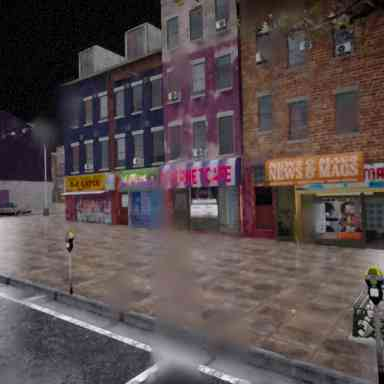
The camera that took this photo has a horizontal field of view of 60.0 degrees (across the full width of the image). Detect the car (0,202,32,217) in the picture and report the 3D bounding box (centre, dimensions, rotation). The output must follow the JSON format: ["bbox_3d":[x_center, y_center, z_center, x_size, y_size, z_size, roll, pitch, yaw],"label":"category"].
[{"bbox_3d":[-17.569,1.621,30.227,2.033,1.411,5.357,-2,-1,39],"label":"car"}]
